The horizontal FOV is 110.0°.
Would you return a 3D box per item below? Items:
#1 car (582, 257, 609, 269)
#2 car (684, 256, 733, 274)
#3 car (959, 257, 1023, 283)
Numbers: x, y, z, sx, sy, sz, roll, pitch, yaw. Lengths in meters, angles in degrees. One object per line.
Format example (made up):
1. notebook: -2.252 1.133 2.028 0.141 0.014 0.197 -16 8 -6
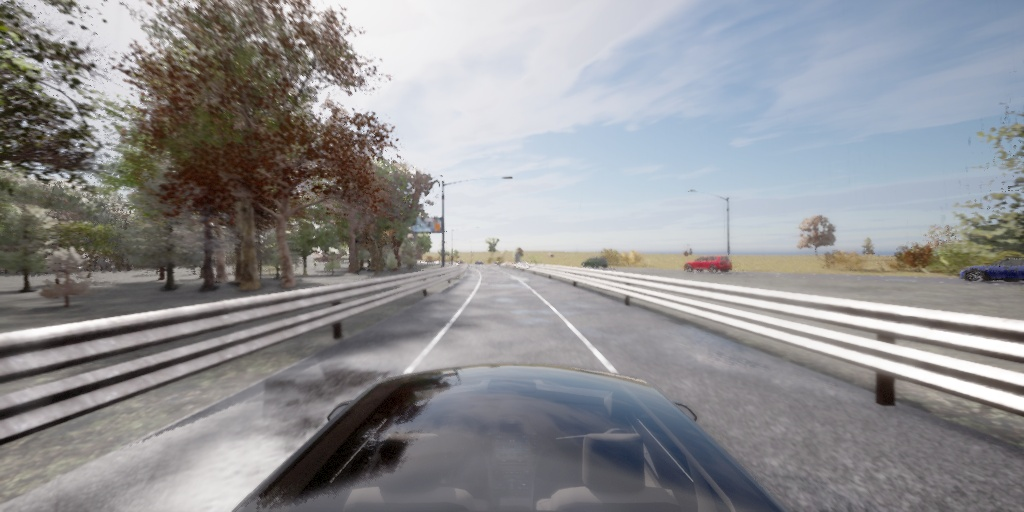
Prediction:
1. car: 14.679 1.260 63.447 2.150 2.045 5.566 0 -1 -24
2. car: 23.607 0.999 43.338 2.150 2.045 5.566 0 -1 -24
3. car: 32.561 0.876 23.163 2.097 1.767 4.553 0 -1 -24
